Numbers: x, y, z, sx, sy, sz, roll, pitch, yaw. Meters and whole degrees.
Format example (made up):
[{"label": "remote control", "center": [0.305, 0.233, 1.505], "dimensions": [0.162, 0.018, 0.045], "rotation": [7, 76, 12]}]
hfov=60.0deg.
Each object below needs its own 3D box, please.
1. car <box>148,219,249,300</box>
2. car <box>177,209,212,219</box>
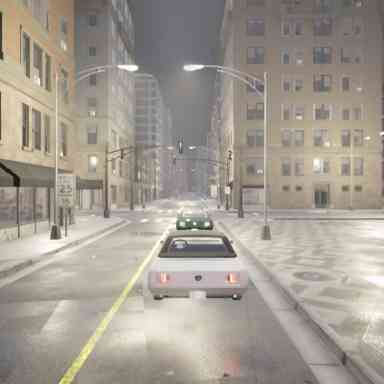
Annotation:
[{"label": "car", "center": [0.116, 1.600, 8.316], "dimensions": [1.895, 1.301, 4.718], "rotation": [0, 0, 0]}, {"label": "car", "center": [0.134, 1.599, 18.551], "dimensions": [1.895, 1.301, 4.718], "rotation": [0, 0, 0]}]
